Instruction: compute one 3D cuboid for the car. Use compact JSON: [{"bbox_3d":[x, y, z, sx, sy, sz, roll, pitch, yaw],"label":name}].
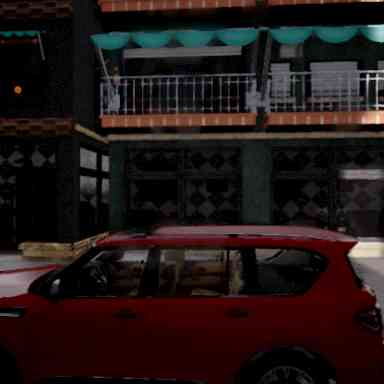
[{"bbox_3d":[-0.430,1.334,4.018,5.009,1.841,2.192,0,0,4],"label":"car"}]
